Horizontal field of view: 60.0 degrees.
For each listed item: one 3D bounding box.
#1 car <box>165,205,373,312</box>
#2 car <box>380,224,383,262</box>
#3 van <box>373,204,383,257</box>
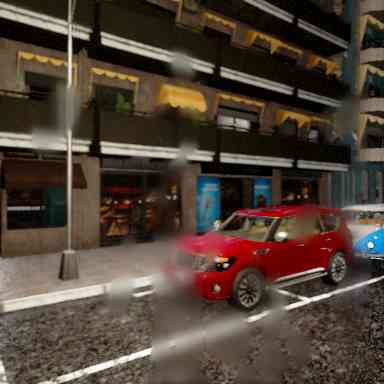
[{"bbox_3d":[1.840,1.297,7.863,5.009,1.841,2.192,0,1,-36],"label":"car"},{"bbox_3d":[6.794,1.495,8.218,4.674,1.442,1.812,0,0,-35],"label":"car"},{"bbox_3d":[6.449,1.307,11.153,3.998,1.788,1.690,0,0,-36],"label":"van"}]
